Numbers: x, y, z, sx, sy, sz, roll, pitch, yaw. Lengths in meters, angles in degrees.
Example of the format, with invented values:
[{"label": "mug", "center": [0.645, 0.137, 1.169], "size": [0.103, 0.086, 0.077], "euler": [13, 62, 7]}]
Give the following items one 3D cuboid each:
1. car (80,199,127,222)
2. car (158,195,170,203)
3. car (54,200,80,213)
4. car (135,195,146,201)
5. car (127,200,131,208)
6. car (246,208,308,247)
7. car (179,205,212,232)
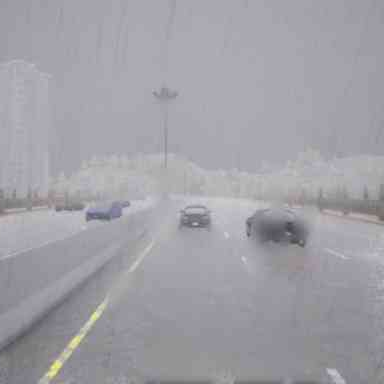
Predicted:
[{"label": "car", "center": [-6.840, 1.478, 26.238], "size": [1.882, 1.535, 5.008], "euler": [0, 0, 2]}, {"label": "car", "center": [-5.573, 1.359, 66.664], "size": [2.097, 1.767, 4.553], "euler": [0, 0, 2]}, {"label": "car", "center": [-13.528, 1.602, 37.102], "size": [1.895, 1.301, 4.718], "euler": [0, 0, 2]}, {"label": "car", "center": [-12.205, 1.394, 79.245], "size": [1.837, 1.490, 4.892], "euler": [0, 0, 2]}, {"label": "car", "center": [-9.772, 1.602, 45.465], "size": [1.895, 1.301, 4.718], "euler": [0, 0, 2]}, {"label": "car", "center": [3.648, 1.477, 15.058], "size": [1.882, 1.535, 5.008], "euler": [0, 0, 1]}, {"label": "car", "center": [0.225, 1.526, 20.086], "size": [1.812, 1.442, 4.674], "euler": [0, 0, 1]}]
